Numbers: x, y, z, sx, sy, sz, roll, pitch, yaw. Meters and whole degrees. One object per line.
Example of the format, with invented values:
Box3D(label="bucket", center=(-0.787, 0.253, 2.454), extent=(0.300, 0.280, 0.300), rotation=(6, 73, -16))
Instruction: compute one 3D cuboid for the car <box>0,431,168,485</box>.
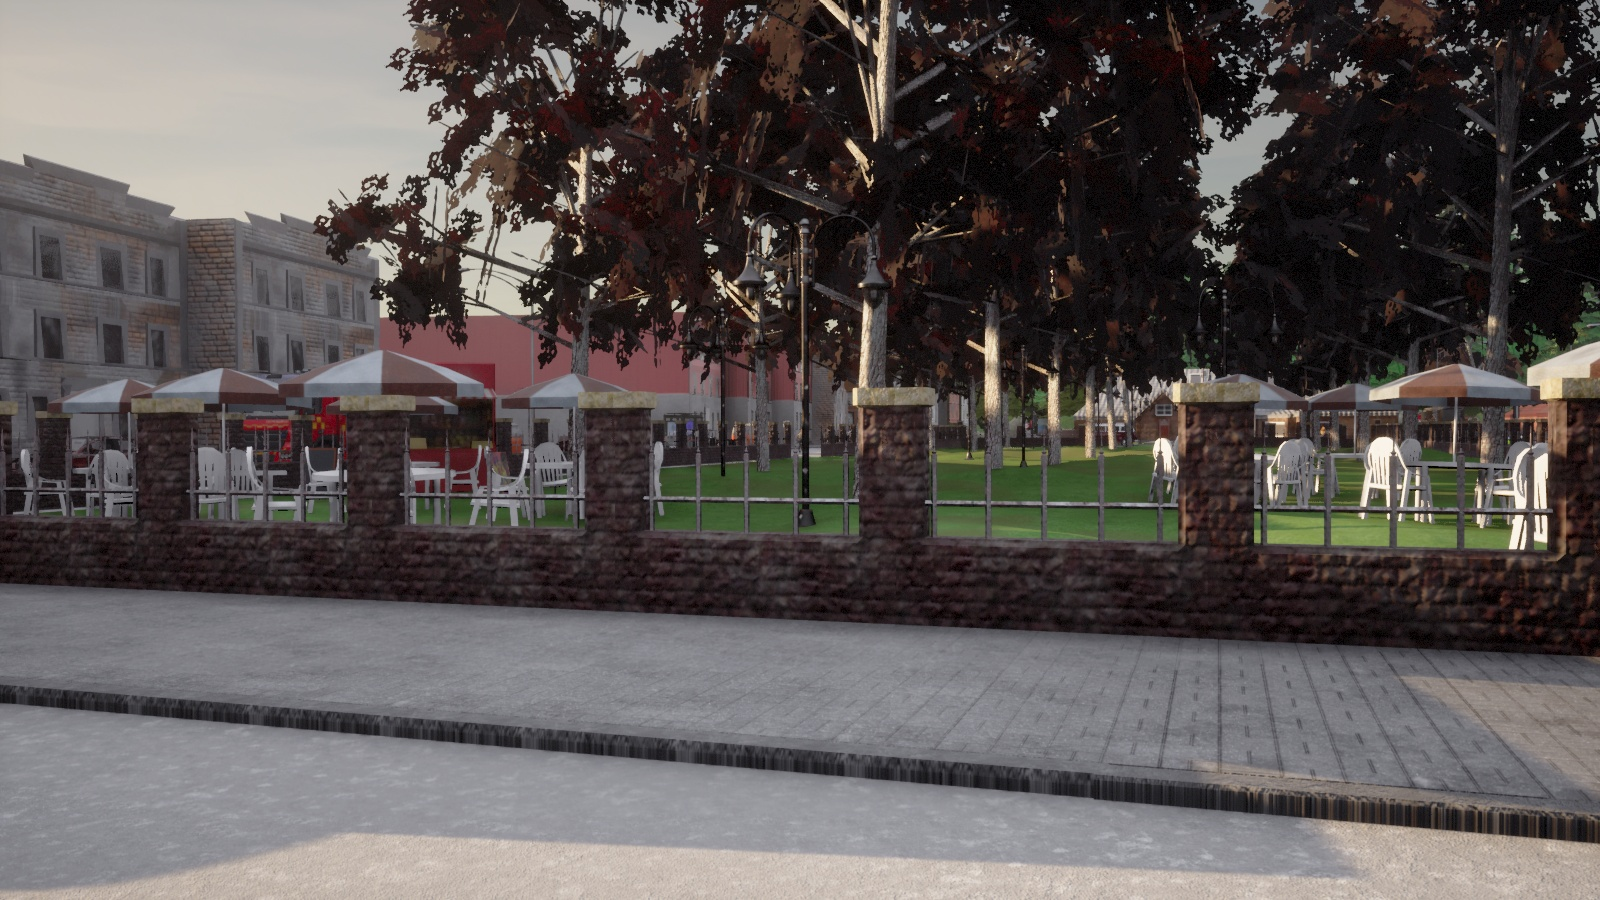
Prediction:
Box3D(label="car", center=(-20.693, 0.180, 36.370), extent=(1.816, 1.474, 4.193), rotation=(1, 1, 18))

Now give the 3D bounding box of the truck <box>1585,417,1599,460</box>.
Box3D(label="truck", center=(47.428, -0.638, 72.157), extent=(2.627, 2.467, 5.204), rotation=(0, 1, 16))

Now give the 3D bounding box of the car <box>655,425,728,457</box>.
Box3D(label="car", center=(-5.846, -0.511, 68.335), extent=(2.152, 1.651, 5.027), rotation=(1, 1, 19))

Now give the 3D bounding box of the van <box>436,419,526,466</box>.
Box3D(label="van", center=(-14.172, -0.374, 55.993), extent=(1.775, 1.987, 4.442), rotation=(1, 1, 18))

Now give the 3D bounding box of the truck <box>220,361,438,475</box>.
Box3D(label="truck", center=(-17.227, -1.152, 46.772), extent=(2.891, 3.827, 8.468), rotation=(1, 1, 18))
